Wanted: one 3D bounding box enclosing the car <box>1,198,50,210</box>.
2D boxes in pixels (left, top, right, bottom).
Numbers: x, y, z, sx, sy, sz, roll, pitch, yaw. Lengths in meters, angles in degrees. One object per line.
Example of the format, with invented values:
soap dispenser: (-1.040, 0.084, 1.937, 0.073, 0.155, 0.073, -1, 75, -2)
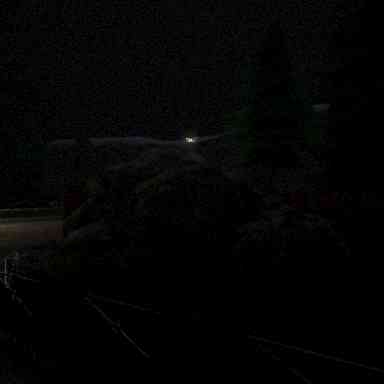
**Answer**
car: (-22.160, 1.911, 45.108, 2.150, 2.045, 5.566, -1, 0, 35)
